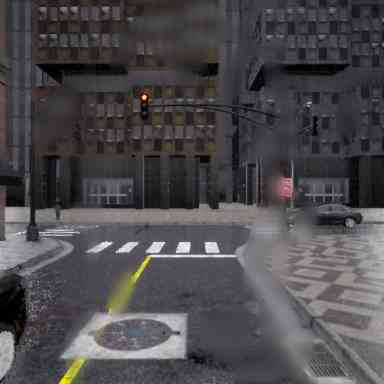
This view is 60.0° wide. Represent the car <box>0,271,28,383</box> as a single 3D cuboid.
[{"bbox_3d":[-3.134,1.477,2.414,1.882,1.535,5.008,0,0,0],"label":"car"}]

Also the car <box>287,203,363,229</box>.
[{"bbox_3d":[8.148,1.490,20.987,4.892,1.490,1.837,0,0,-2],"label":"car"}]

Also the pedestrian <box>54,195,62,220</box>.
[{"bbox_3d":[-9.842,1.152,24.394,0.375,1.860,0.375,0,0,1],"label":"pedestrian"}]
